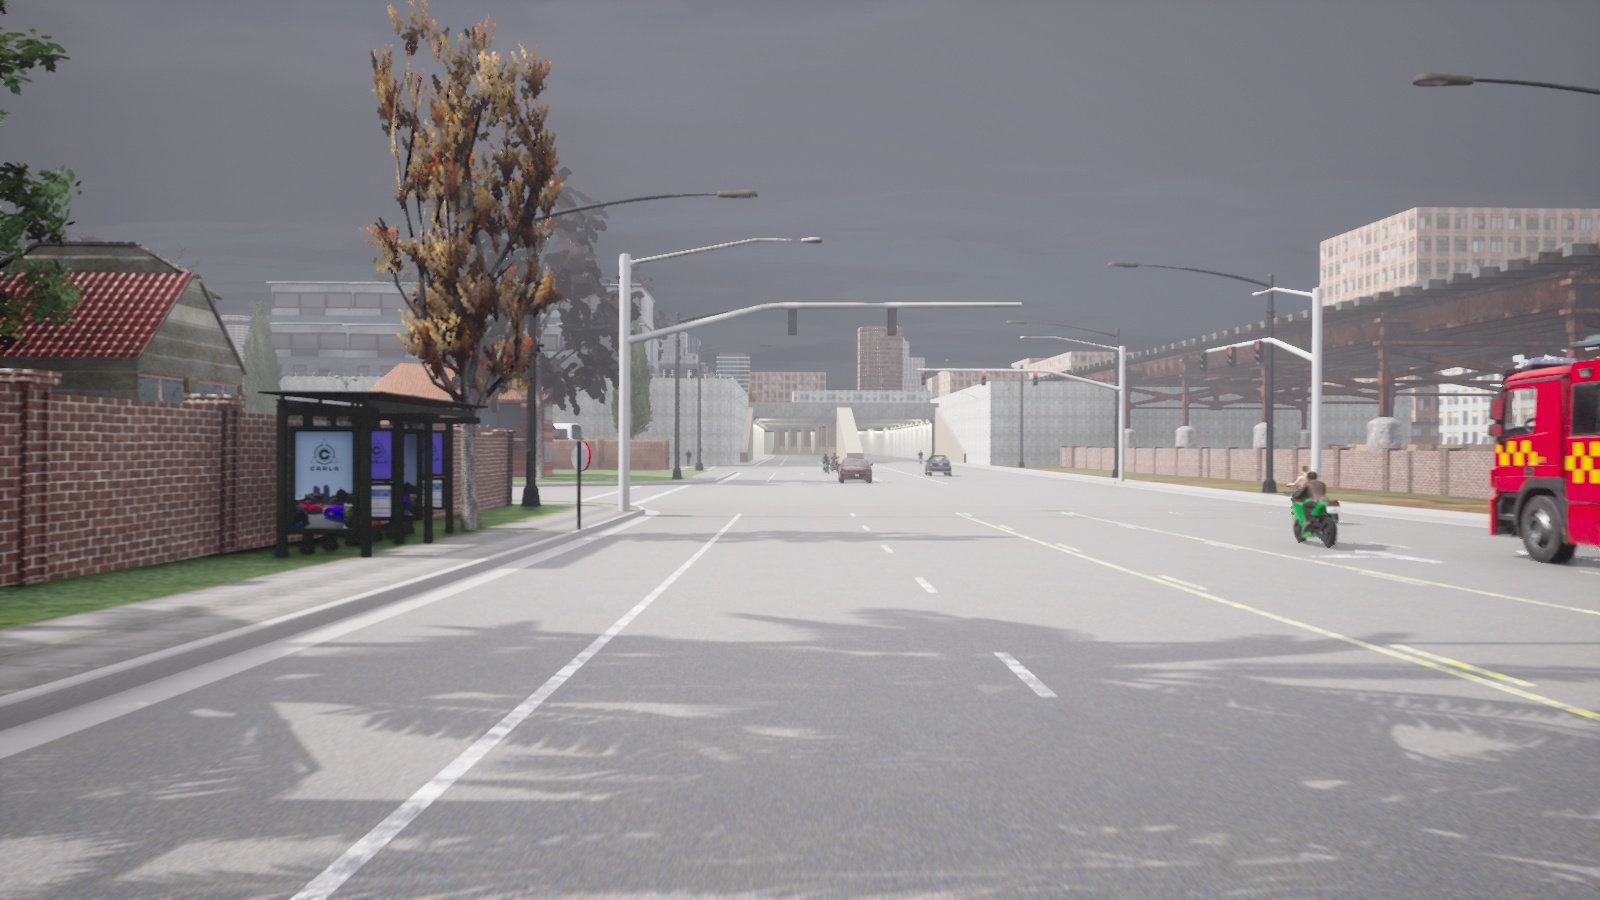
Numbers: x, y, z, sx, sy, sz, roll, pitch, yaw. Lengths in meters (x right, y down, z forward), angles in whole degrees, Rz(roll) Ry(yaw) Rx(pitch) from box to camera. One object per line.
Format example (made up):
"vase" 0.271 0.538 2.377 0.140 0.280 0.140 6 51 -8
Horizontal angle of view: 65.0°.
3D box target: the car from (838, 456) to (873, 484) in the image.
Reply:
"car" 3.303 1.163 75.244 1.882 1.535 5.008 0 0 0

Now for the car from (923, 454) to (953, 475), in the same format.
"car" 10.255 1.064 93.577 1.789 1.549 3.705 0 0 0

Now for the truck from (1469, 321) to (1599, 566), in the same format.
"truck" 13.945 -0.115 19.177 2.891 3.827 8.468 0 -1 0

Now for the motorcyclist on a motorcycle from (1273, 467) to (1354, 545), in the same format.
"motorcyclist on a motorcycle" 10.433 1.111 25.597 0.797 1.523 2.044 0 0 0
